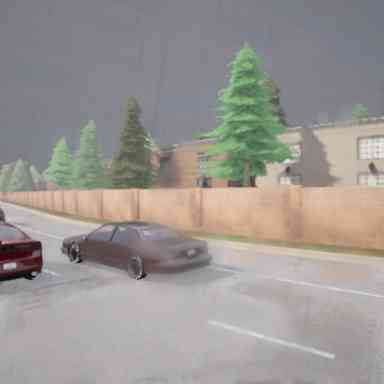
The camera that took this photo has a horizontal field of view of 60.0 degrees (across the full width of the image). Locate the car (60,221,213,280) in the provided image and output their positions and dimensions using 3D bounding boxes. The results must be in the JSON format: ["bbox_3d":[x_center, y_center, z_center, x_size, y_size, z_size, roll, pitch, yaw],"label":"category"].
[{"bbox_3d":[-1.920,1.599,10.157,5.357,1.411,2.033,0,0,41],"label":"car"}]

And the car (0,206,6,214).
[{"bbox_3d":[-14.731,1.606,23.985,1.837,1.490,4.892,0,0,-37],"label":"car"}]

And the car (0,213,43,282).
[{"bbox_3d":[-5.915,1.517,9.124,5.008,1.535,1.882,0,0,42],"label":"car"}]
